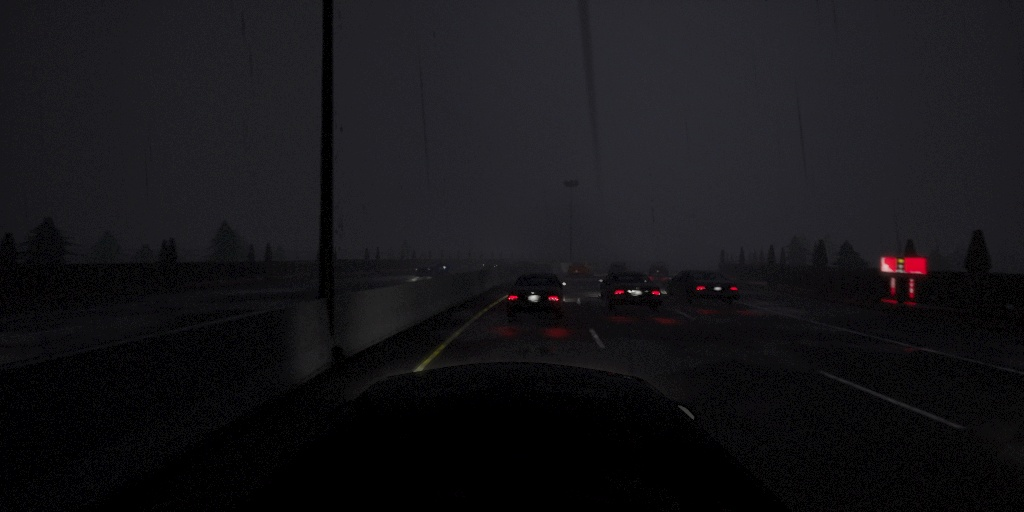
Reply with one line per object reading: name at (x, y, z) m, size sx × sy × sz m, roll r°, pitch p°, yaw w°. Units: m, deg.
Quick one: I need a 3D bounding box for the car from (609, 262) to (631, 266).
car at (10.673, 1.305, 35.562) m, size 1.837 × 1.490 × 4.892 m, roll 0°, pitch 0°, yaw 22°

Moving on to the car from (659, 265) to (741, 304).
car at (8.590, 1.338, 16.628) m, size 2.033 × 1.411 × 5.357 m, roll 0°, pitch 0°, yaw 11°

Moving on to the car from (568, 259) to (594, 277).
car at (6.888, 1.261, 35.542) m, size 1.882 × 1.535 × 5.008 m, roll 0°, pitch 0°, yaw 21°

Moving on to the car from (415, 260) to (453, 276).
car at (-7.855, 1.194, 36.559) m, size 1.882 × 1.535 × 5.008 m, roll 0°, pitch 0°, yaw 20°

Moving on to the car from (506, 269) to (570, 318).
car at (0.962, 1.303, 13.113) m, size 2.033 × 1.411 × 5.357 m, roll 0°, pitch 0°, yaw 8°

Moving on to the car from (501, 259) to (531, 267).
car at (0.925, 1.262, 39.909) m, size 1.837 × 1.490 × 4.892 m, roll 0°, pitch -1°, yaw 23°

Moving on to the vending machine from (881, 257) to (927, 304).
vending machine at (16.088, 1.020, 14.762) m, size 1.100 × 2.100 × 0.880 m, roll 0°, pitch 0°, yaw 10°

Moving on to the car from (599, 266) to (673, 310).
car at (4.742, 1.320, 14.869) m, size 2.033 × 1.411 × 5.357 m, roll 0°, pitch 0°, yaw 9°

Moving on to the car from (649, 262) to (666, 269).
car at (15.745, 1.349, 38.393) m, size 1.812 × 1.442 × 4.674 m, roll 0°, pitch 0°, yaw 25°

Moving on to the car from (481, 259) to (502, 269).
car at (-1.813, 1.096, 42.370) m, size 2.097 × 1.767 × 4.553 m, roll 0°, pitch 0°, yaw 24°
